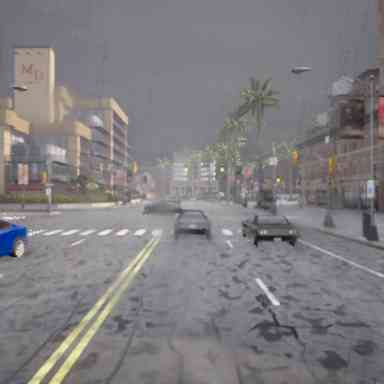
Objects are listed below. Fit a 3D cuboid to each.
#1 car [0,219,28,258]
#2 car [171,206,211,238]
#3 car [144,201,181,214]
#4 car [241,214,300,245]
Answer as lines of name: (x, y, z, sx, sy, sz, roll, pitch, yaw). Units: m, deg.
car: (-7.046, 1.550, 10.362, 1.882, 1.535, 5.008, 0, -1, 0)
car: (0.031, 1.684, 18.640, 1.994, 1.385, 4.181, 0, 0, 0)
car: (-3.469, 1.800, 39.196, 2.033, 1.411, 5.357, 0, -1, -43)
car: (3.544, 1.701, 15.970, 1.895, 1.301, 4.718, 0, 0, 0)
